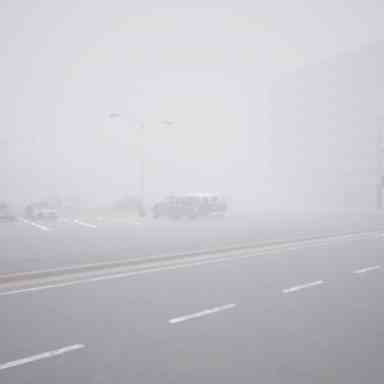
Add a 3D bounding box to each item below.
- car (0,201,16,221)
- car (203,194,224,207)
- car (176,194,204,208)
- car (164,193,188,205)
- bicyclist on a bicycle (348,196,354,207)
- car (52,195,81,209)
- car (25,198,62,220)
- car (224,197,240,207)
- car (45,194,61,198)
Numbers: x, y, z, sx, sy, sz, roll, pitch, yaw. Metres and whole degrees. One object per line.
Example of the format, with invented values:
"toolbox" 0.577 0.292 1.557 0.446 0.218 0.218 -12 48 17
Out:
"car" -14.356 1.419 24.722 1.784 1.438 3.905 0 0 -35
"car" 3.102 1.529 61.449 2.128 1.511 4.902 0 0 -35
"car" -0.378 1.567 60.151 1.812 1.442 4.674 0 0 -35
"car" -3.397 1.422 70.562 1.812 1.442 4.674 0 0 -35
"bicyclist on a bicycle" 22.388 1.338 46.908 1.656 1.620 0.582 0 0 -35
"car" -15.947 1.447 42.059 1.970 1.475 3.806 0 0 -35
"car" -11.986 1.449 26.385 1.970 1.475 3.806 0 0 -35
"car" 6.723 1.587 62.362 2.033 1.411 5.357 0 0 -34
"car" -23.773 1.206 57.907 1.905 1.878 3.866 0 0 -35
